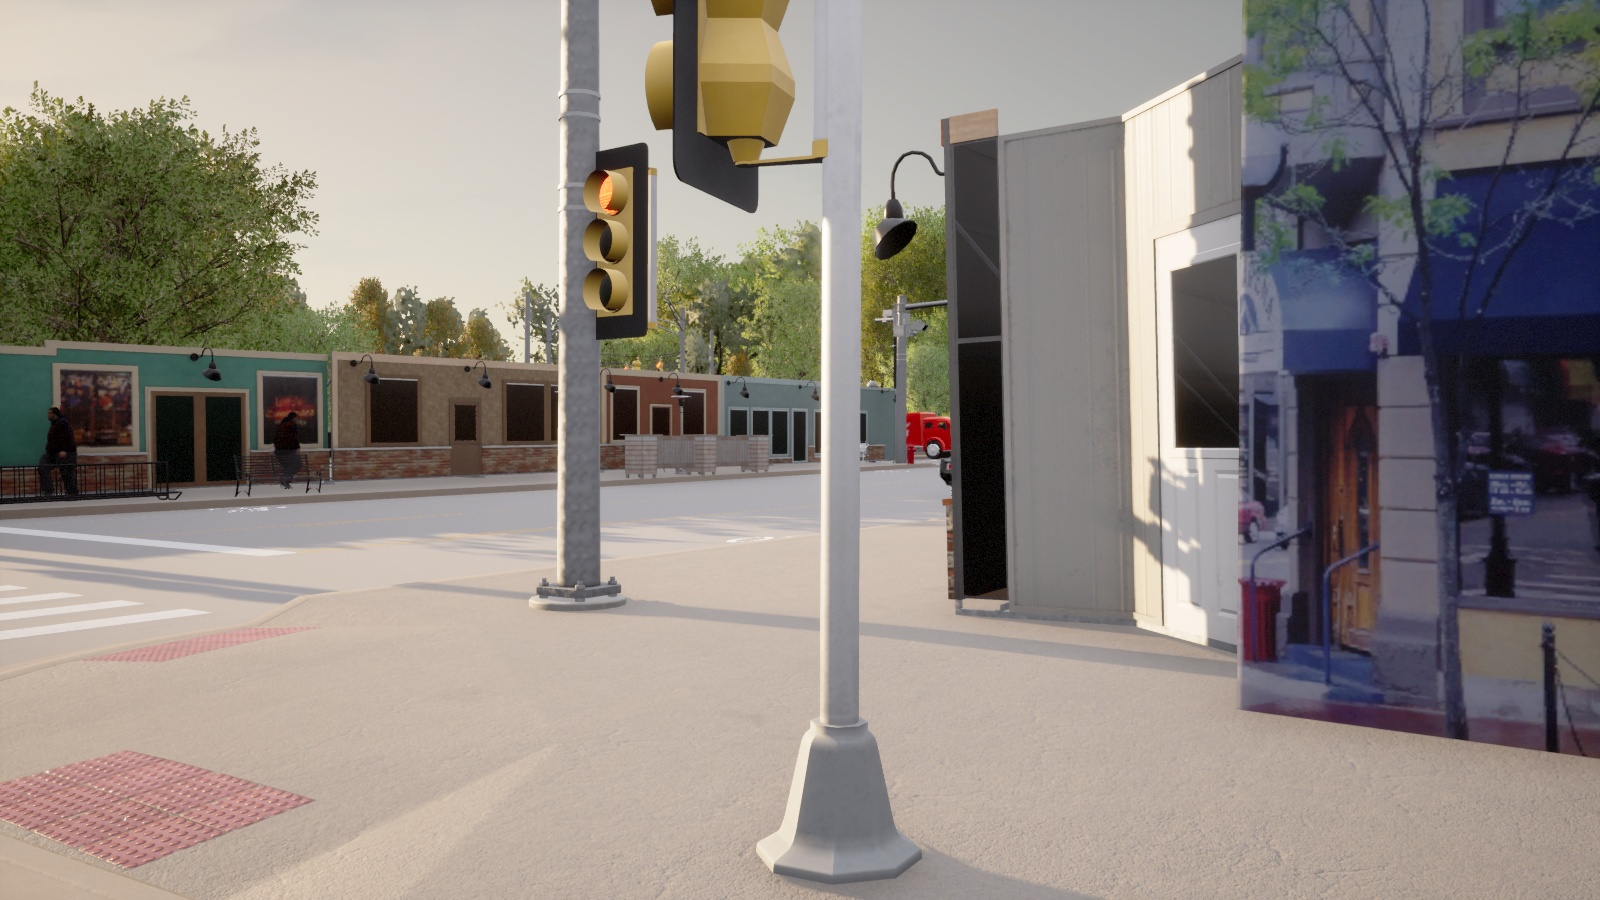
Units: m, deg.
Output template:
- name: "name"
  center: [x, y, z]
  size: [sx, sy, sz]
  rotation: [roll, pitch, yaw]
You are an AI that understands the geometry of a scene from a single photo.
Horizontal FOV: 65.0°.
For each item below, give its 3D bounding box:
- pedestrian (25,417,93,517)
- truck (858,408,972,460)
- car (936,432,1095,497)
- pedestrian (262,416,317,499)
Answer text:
- name: "pedestrian"
  center: [-13.946, 0.306, 23.642]
  size: [0.634, 1.844, 0.899]
  rotation: [0, 1, 39]
- name: "truck"
  center: [6.028, -0.823, 65.672]
  size: [5.204, 2.467, 2.627]
  rotation: [-3, 0, 29]
- name: "car"
  center: [5.100, 0.285, 29.158]
  size: [1.895, 1.301, 4.718]
  rotation: [0, 1, 33]
- name: "pedestrian"
  center: [-11.465, 0.158, 28.212]
  size: [0.634, 1.844, 0.899]
  rotation: [0, 1, 35]
